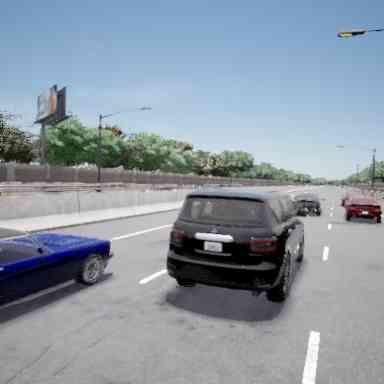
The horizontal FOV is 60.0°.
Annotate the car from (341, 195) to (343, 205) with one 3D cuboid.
[{"bbox_3d":[16.902,0.760,35.169,1.812,1.442,4.674,3,2,24],"label":"car"}]

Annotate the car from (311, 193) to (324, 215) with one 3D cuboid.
[{"bbox_3d":[8.701,0.838,24.898,1.837,1.490,4.892,3,2,23],"label":"car"}]

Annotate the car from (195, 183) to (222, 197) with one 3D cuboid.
[{"bbox_3d":[2.329,-0.282,45.833,2.097,1.767,4.553,3,2,24],"label":"car"}]

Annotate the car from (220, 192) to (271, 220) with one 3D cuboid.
[{"bbox_3d":[3.728,0.816,22.195,2.033,1.411,5.357,3,2,24],"label":"car"}]

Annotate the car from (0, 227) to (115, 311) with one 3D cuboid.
[{"bbox_3d":[-3.414,1.254,5.690,1.895,1.301,4.718,3,2,23],"label":"car"}]

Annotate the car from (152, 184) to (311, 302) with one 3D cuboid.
[{"bbox_3d":[1.416,0.943,8.008,2.150,2.045,5.566,3,2,23],"label":"car"}]

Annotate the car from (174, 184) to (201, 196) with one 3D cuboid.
[{"bbox_3d":[-0.575,-0.313,47.929,2.128,1.511,4.902,3,2,24],"label":"car"}]

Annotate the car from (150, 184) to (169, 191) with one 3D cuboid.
[{"bbox_3d":[-4.284,-0.445,48.164,2.128,1.511,4.902,3,2,24],"label":"car"}]

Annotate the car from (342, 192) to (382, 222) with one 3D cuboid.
[{"bbox_3d":[11.164,1.006,21.817,1.882,1.535,5.008,3,2,23],"label":"car"}]
